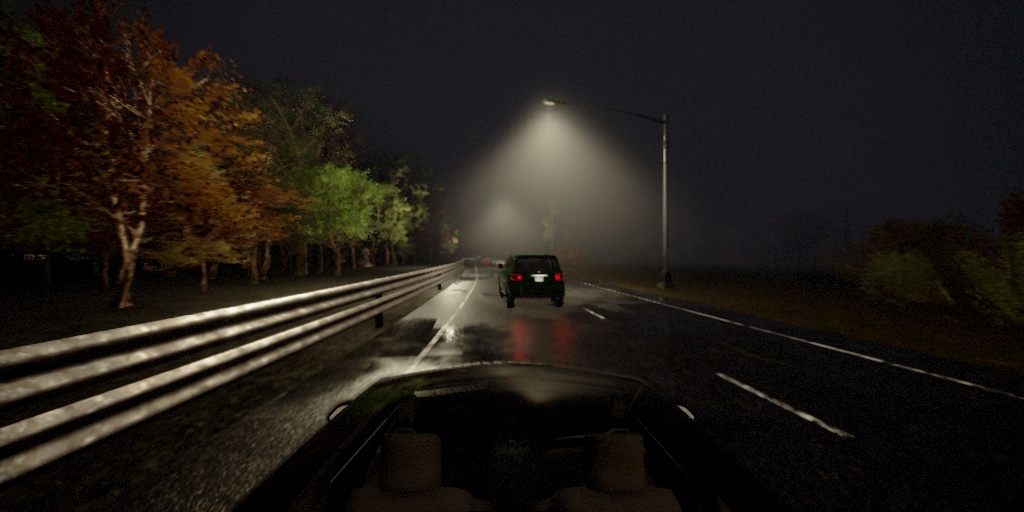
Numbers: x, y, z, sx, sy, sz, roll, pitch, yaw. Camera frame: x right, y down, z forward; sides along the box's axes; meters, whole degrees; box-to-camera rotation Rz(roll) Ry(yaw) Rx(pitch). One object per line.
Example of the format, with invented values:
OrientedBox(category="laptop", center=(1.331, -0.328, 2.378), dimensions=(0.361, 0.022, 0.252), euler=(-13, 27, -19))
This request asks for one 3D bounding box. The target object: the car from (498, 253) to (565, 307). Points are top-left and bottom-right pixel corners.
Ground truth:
OrientedBox(category="car", center=(0.665, 0.905, 15.237), dimensions=(2.150, 2.045, 5.566), euler=(0, 0, -6))

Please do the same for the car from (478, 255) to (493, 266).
OrientedBox(category="car", center=(-4.218, 0.999, 59.201), dimensions=(1.994, 1.385, 4.181), euler=(0, 0, -6))
